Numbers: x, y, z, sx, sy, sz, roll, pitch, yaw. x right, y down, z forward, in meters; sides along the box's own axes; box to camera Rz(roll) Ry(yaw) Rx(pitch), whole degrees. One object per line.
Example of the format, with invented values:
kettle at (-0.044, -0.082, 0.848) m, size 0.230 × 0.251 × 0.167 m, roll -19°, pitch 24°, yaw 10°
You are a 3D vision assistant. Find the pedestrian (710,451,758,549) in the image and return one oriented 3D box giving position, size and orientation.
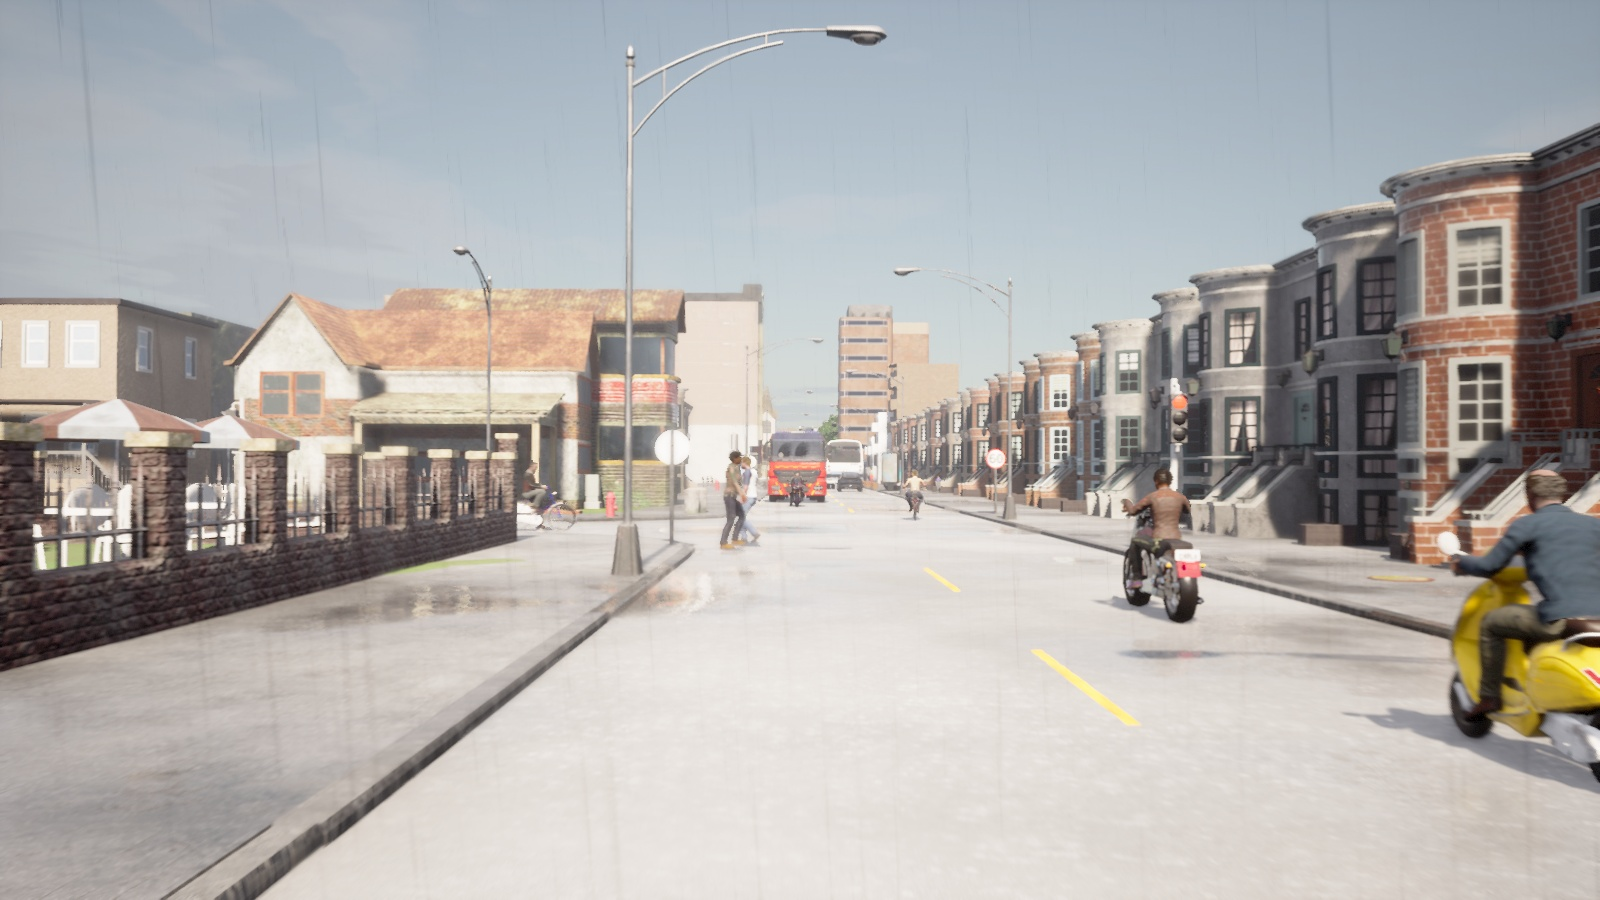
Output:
pedestrian at (-1.230, 0.929, 23.410) m, size 0.869 × 1.805 × 0.328 m, roll 0°, pitch -1°, yaw -2°

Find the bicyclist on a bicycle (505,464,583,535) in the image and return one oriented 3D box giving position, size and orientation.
bicyclist on a bicycle at (-6.516, 1.247, 32.024) m, size 1.843 × 1.776 × 0.659 m, roll 0°, pitch -1°, yaw 0°

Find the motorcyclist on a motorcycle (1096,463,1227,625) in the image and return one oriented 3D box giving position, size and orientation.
motorcyclist on a motorcycle at (3.965, 0.983, 13.976) m, size 0.766 × 1.649 × 2.350 m, roll 0°, pitch -1°, yaw 0°

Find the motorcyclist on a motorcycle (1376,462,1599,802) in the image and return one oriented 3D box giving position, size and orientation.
motorcyclist on a motorcycle at (3.982, 0.866, 6.800) m, size 0.866 × 1.590 × 1.817 m, roll 0°, pitch -1°, yaw 0°

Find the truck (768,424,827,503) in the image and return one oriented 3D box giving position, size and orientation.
truck at (-0.132, 0.744, 65.295) m, size 2.891 × 3.827 × 8.468 m, roll 0°, pitch -1°, yaw 0°

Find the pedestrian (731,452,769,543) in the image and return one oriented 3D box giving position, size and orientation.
pedestrian at (-1.025, 0.968, 25.717) m, size 0.706 × 1.836 × 0.354 m, roll 0°, pitch -1°, yaw 10°

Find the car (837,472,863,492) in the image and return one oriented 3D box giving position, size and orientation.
car at (3.830, 2.425, 96.831) m, size 1.837 × 1.490 × 4.892 m, roll 0°, pitch -1°, yaw 0°

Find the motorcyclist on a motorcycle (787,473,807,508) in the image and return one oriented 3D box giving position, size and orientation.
motorcyclist on a motorcycle at (-0.111, 1.777, 55.364) m, size 0.866 × 1.530 × 2.191 m, roll 0°, pitch -1°, yaw 0°
